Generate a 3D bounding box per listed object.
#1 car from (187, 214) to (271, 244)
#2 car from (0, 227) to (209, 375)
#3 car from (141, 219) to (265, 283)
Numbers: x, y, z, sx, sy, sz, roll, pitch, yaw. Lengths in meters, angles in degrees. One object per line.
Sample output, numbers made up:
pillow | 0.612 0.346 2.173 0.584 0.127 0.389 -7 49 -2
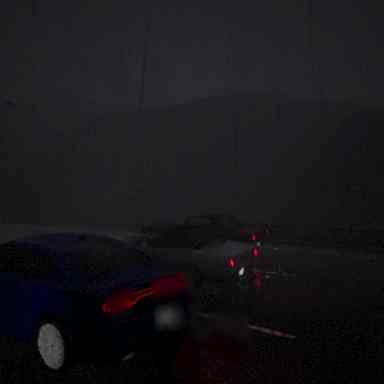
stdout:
car | 0.335 1.471 12.205 4.718 1.301 1.895 0 1 32
car | -2.395 1.433 5.579 5.008 1.535 1.882 0 0 33
car | -0.751 1.513 8.743 4.718 1.301 1.895 0 1 33
